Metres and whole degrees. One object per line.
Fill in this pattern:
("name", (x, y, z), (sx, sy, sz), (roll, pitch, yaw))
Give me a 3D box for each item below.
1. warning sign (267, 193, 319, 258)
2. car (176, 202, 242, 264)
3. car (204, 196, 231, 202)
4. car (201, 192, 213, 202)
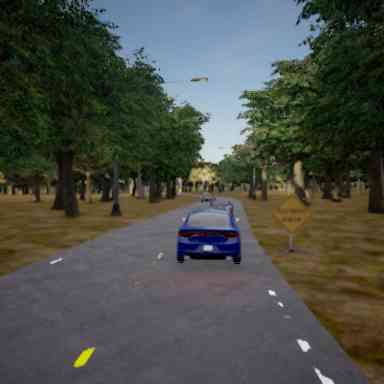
("warning sign", (3.067, 0.971, 10.255), (1.300, 1.860, 1.060), (1, 1, 4))
("car", (0.620, 1.313, 11.338), (1.882, 1.535, 5.008), (0, 1, 5))
("car", (2.312, 1.264, 26.262), (1.895, 1.301, 4.718), (0, 1, 8))
("car", (2.533, 1.005, 51.816), (1.994, 1.385, 4.181), (0, 0, 8))
